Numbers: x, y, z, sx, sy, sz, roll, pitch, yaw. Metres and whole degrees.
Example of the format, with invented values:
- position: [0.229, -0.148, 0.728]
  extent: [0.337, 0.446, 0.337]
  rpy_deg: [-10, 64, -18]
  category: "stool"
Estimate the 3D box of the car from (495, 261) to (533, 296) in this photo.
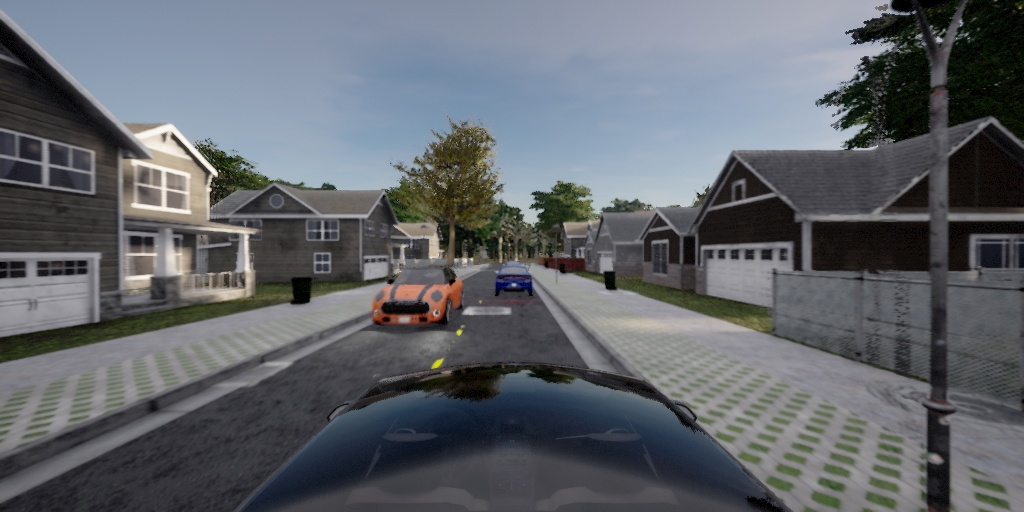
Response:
- position: [0.095, 1.226, 19.482]
  extent: [1.882, 1.535, 5.008]
  rpy_deg: [0, 0, 0]
  category: "car"

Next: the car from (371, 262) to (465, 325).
- position: [-2.849, 1.099, 11.757]
  extent: [2.097, 1.767, 4.553]
  rpy_deg: [0, 0, 0]
  category: "car"
